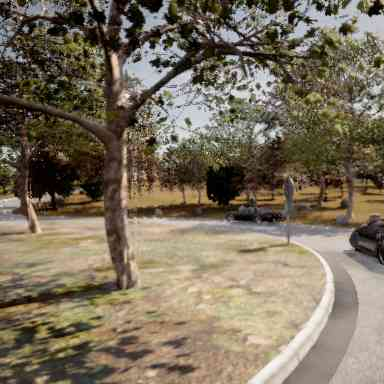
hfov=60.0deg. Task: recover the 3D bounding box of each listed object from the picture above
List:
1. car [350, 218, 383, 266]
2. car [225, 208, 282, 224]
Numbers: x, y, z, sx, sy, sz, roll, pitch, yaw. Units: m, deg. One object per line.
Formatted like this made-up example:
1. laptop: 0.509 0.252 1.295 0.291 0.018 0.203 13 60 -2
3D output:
1. car: 6.954 1.571 11.349 1.994 1.385 4.181 0 -1 10
2. car: 5.031 1.964 27.980 1.895 1.301 4.718 0 -1 -40
